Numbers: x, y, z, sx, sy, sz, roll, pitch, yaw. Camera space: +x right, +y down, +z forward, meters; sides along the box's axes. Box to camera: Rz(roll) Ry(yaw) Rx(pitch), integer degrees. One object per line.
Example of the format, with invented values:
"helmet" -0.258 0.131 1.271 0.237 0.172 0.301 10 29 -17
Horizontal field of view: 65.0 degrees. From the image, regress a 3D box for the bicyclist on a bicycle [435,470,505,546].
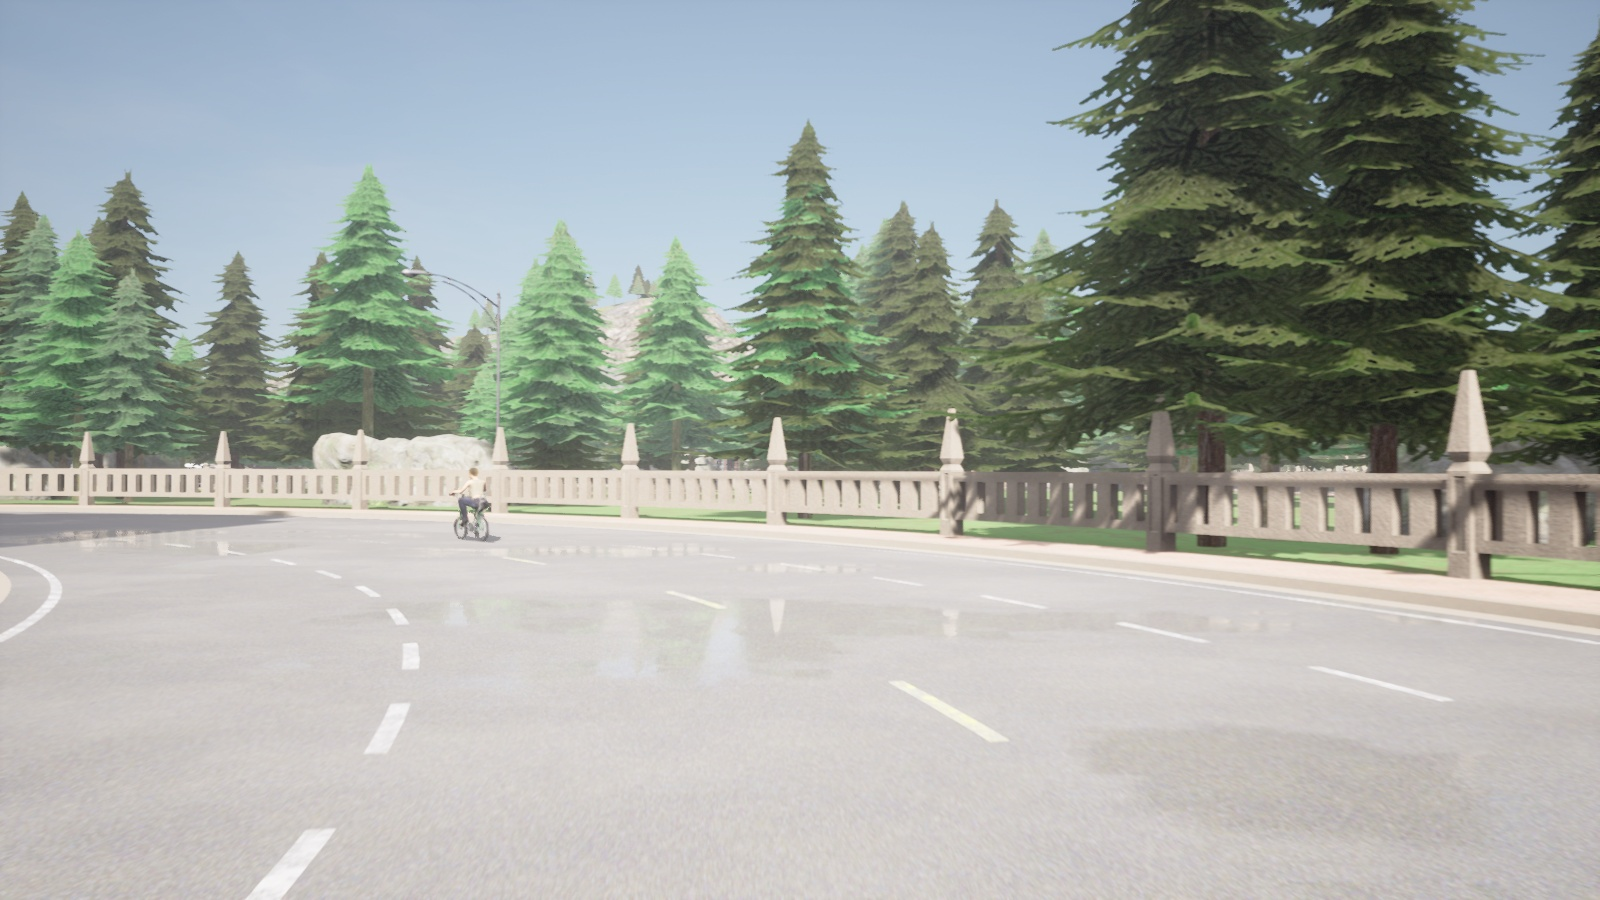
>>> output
"bicyclist on a bicycle" -7.231 1.243 27.517 0.866 1.612 1.509 0 -1 -43
